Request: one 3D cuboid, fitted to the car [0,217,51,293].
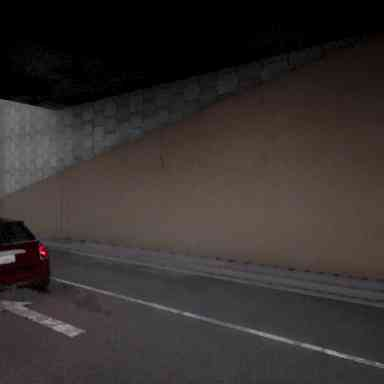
[{"bbox_3d":[-5.376,1.352,7.822,4.553,1.767,2.097,0,0,36],"label":"car"}]
